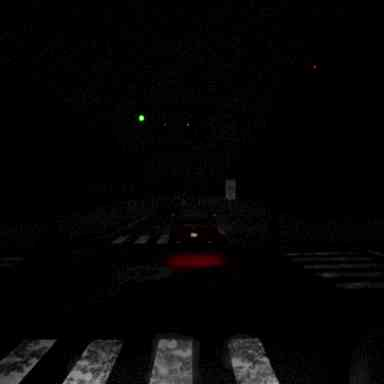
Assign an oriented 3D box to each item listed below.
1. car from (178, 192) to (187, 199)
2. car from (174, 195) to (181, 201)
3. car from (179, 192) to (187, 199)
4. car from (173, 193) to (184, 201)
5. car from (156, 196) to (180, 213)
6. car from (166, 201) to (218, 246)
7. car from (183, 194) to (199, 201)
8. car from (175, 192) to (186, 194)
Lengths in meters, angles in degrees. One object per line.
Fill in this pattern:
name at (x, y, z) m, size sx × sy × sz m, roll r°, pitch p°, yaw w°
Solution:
car at (-2.602, 0.939, 89.370) m, size 2.192 × 1.841 × 5.009 m, roll 1°, pitch 0°, yaw 0°
car at (-2.614, 1.356, 39.580) m, size 1.887 × 1.381 × 4.507 m, roll 1°, pitch 0°, yaw 0°
car at (-2.601, 0.922, 94.902) m, size 2.192 × 1.841 × 5.009 m, roll 1°, pitch 0°, yaw 0°
car at (-2.612, 1.323, 56.177) m, size 1.802 × 1.307 × 4.206 m, roll 1°, pitch 0°, yaw 0°
car at (-2.615, 1.401, 34.048) m, size 1.947 × 1.339 × 4.313 m, roll 1°, pitch 0°, yaw 0°
car at (0.082, 1.416, 14.907) m, size 1.882 × 1.535 × 5.008 m, roll 0°, pitch 1°, yaw 0°
car at (0.065, 1.315, 53.750) m, size 1.994 × 1.385 × 4.181 m, roll 0°, pitch 0°, yaw 1°
car at (-2.739, 0.914, 69.562) m, size 2.150 × 2.045 × 5.566 m, roll 0°, pitch 0°, yaw 0°
